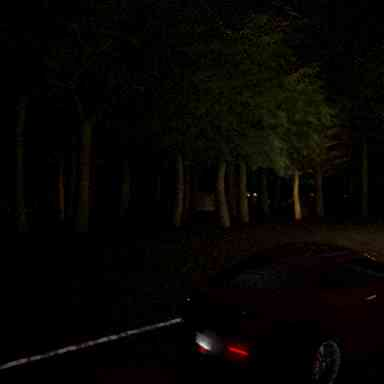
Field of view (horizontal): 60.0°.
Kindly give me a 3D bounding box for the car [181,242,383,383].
[{"bbox_3d":[2.015,1.529,5.124,4.674,1.442,1.812,0,0,-35],"label":"car"}]
